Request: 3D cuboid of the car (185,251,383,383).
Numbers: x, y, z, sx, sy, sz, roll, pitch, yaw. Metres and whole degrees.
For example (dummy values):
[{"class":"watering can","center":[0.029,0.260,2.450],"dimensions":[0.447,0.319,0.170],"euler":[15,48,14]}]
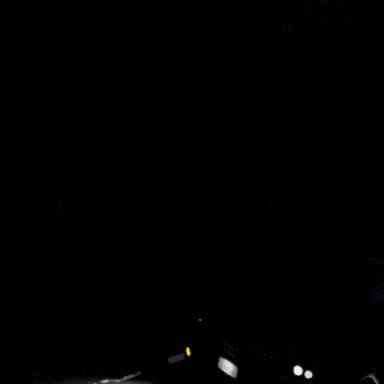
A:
[{"class":"car","center":[1.978,1.563,4.480],"dimensions":[4.181,1.385,1.994],"euler":[0,0,-35]}]
